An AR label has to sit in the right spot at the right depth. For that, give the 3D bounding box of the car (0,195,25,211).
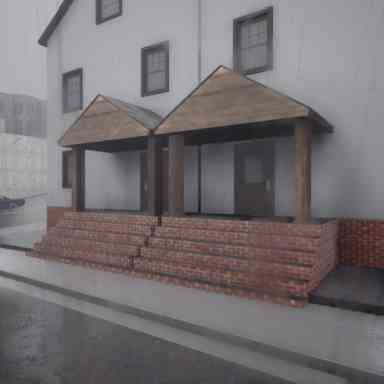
[{"bbox_3d":[-15.521,1.012,25.432,1.895,1.301,4.718,0,6,35],"label":"car"}]
